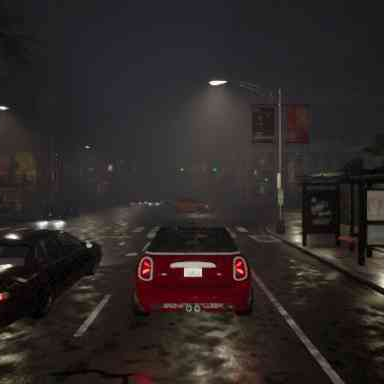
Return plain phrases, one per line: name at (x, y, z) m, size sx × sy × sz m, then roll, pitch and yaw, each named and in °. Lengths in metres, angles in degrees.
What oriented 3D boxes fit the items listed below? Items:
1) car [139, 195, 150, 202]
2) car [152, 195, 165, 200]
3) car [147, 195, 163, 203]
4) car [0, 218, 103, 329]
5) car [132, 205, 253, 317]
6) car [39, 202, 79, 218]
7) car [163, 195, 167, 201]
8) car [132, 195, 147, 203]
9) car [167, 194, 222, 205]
car at (-11.351, 1.518, 79.580) m, size 2.128 × 1.511 × 4.902 m, roll 0°, pitch 0°, yaw -1°
car at (-9.595, 1.517, 94.797) m, size 2.128 × 1.511 × 4.902 m, roll 0°, pitch 0°, yaw 15°
car at (-7.746, 1.589, 69.620) m, size 1.895 × 1.301 × 4.718 m, roll 0°, pitch 0°, yaw -1°
car at (-3.493, 1.547, 7.255) m, size 2.033 × 1.411 × 5.357 m, roll 0°, pitch 0°, yaw 0°
car at (0.006, 1.351, 7.618) m, size 2.097 × 1.767 × 4.553 m, roll 0°, pitch 0°, yaw 0°
car at (-10.882, 1.561, 27.477) m, size 1.994 × 1.385 × 4.181 m, roll 0°, pitch 0°, yaw -1°
car at (-7.862, 1.471, 80.087) m, size 1.882 × 1.535 × 5.008 m, roll 0°, pitch 0°, yaw -1°
car at (-11.244, 1.349, 69.373) m, size 2.097 × 1.767 × 4.553 m, roll 0°, pitch 0°, yaw -1°
car at (0.235, 1.349, 33.264) m, size 4.553 × 1.767 × 2.097 m, roll 0°, pitch 0°, yaw 30°
